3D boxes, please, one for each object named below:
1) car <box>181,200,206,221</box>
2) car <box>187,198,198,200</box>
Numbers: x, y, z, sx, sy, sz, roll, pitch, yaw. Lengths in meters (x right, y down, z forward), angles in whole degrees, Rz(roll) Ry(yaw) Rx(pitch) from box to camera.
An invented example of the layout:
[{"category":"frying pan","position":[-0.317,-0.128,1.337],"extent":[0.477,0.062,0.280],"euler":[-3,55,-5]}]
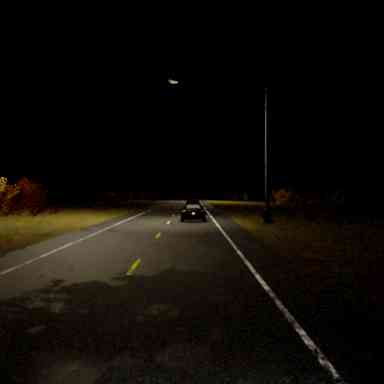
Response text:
[{"category":"car","position":[0.102,1.573,26.983],"extent":[1.994,1.385,4.181],"euler":[0,0,0]},{"category":"car","position":[0.105,1.522,42.941],"extent":[1.837,1.490,4.892],"euler":[0,0,0]}]
